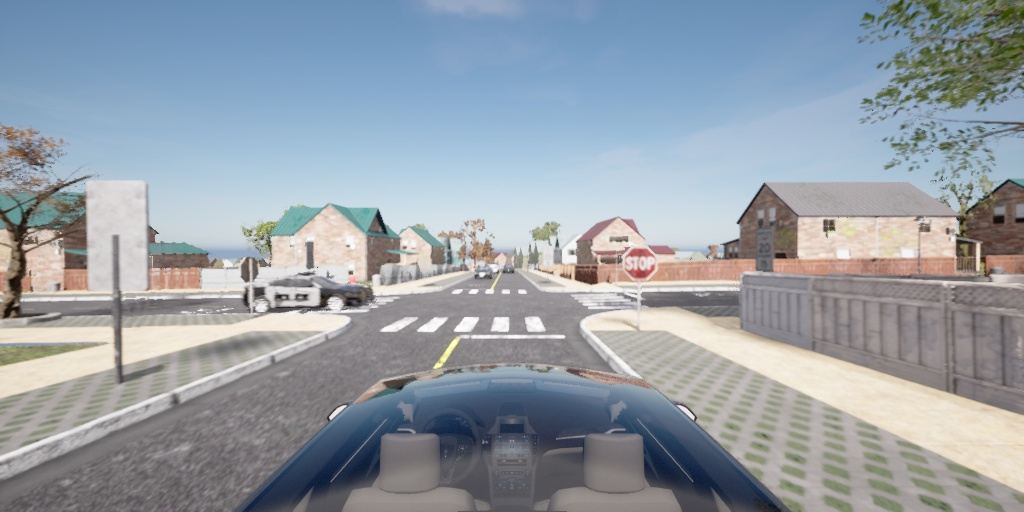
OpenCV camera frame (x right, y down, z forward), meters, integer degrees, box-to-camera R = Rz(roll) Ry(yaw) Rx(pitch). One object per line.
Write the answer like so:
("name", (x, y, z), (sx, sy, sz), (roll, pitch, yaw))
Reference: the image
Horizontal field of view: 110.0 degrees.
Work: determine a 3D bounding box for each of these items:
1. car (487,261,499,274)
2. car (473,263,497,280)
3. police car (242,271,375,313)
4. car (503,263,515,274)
("car", (-3.332, 1.904, 60.199), (2.150, 2.045, 5.566), (0, -1, 0))
("car", (-3.099, 1.785, 39.317), (2.128, 1.511, 4.902), (0, -1, -1))
("police car", (-8.798, 1.507, 15.680), (5.238, 1.638, 1.930), (-1, 1, 0))
("car", (-0.567, 2.251, 60.544), (1.994, 1.385, 4.181), (0, -1, -1))
